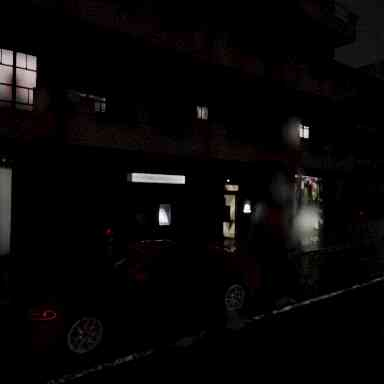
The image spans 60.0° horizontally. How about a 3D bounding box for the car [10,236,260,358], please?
[{"bbox_3d":[-0.740,1.546,6.022,4.507,1.381,1.887,0,1,-36],"label":"car"}]
